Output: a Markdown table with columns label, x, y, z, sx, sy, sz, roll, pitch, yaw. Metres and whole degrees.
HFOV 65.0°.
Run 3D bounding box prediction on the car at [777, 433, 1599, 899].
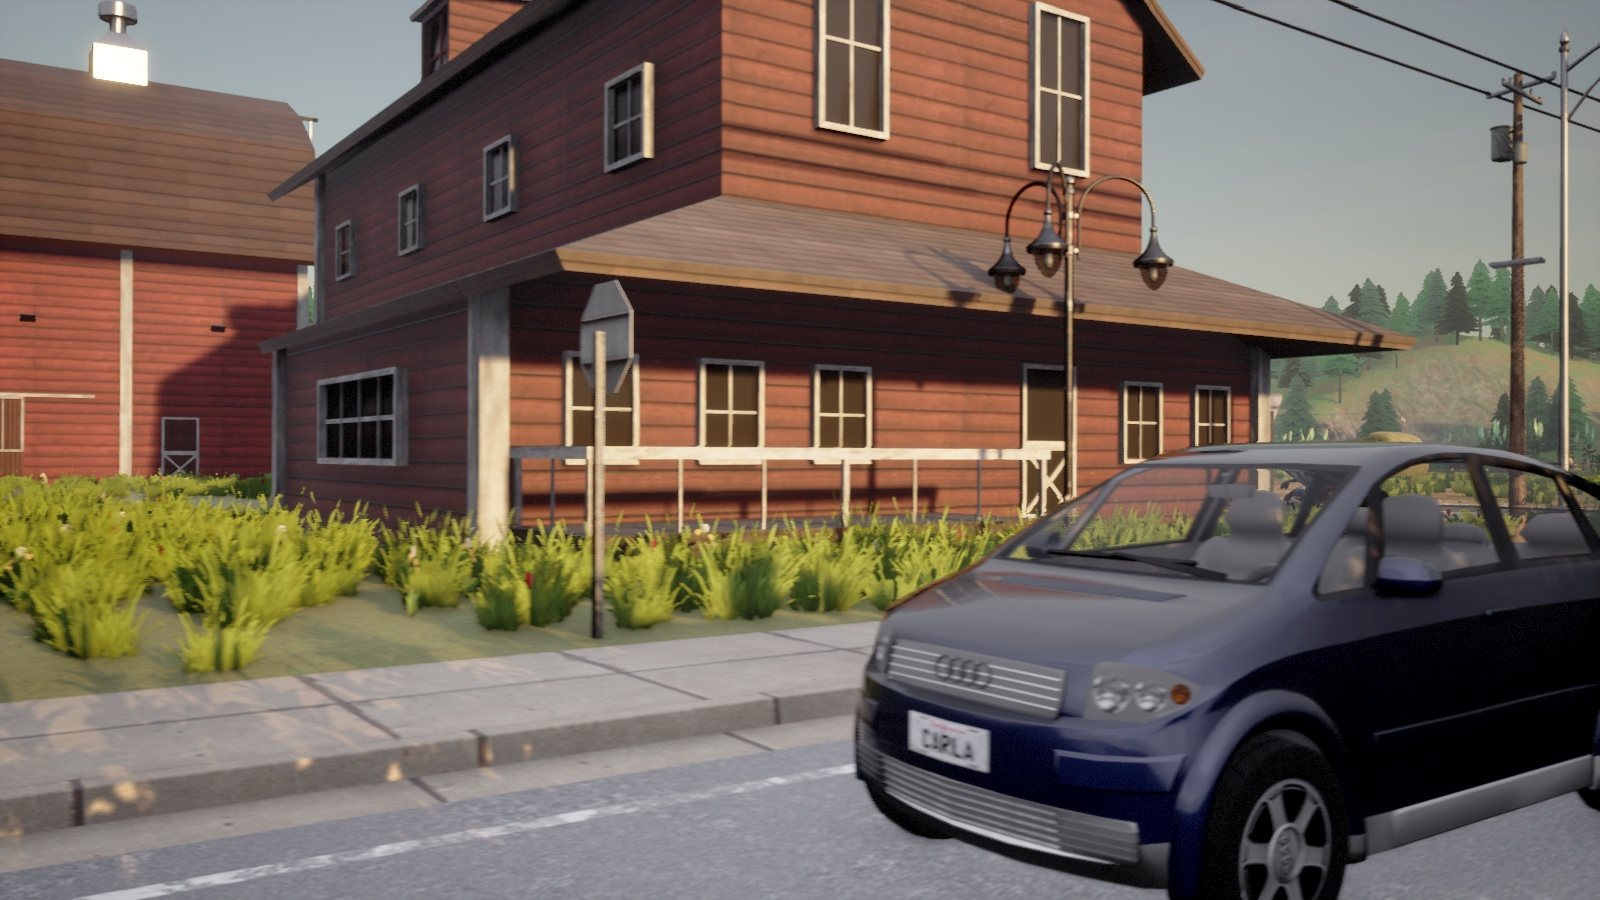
| label | x | y | z | sx | sy | sz | roll | pitch | yaw |
| --- | --- | --- | --- | --- | --- | --- | --- | --- | --- |
| car | 1.945 | 0.738 | 5.014 | 3.705 | 1.549 | 1.789 | 0 | 0 | -35 |
